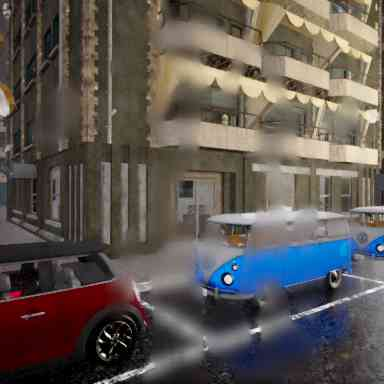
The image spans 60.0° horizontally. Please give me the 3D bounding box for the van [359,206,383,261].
[{"bbox_3d":[6.529,1.345,10.780,3.998,1.788,1.690,0,0,-36],"label":"van"}]

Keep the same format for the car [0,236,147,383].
[{"bbox_3d":[-2.722,1.440,4.152,4.097,1.590,1.967,0,0,-36],"label":"car"}]

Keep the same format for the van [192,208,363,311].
[{"bbox_3d":[1.904,1.343,7.466,3.998,1.788,1.690,0,0,-36],"label":"van"}]
